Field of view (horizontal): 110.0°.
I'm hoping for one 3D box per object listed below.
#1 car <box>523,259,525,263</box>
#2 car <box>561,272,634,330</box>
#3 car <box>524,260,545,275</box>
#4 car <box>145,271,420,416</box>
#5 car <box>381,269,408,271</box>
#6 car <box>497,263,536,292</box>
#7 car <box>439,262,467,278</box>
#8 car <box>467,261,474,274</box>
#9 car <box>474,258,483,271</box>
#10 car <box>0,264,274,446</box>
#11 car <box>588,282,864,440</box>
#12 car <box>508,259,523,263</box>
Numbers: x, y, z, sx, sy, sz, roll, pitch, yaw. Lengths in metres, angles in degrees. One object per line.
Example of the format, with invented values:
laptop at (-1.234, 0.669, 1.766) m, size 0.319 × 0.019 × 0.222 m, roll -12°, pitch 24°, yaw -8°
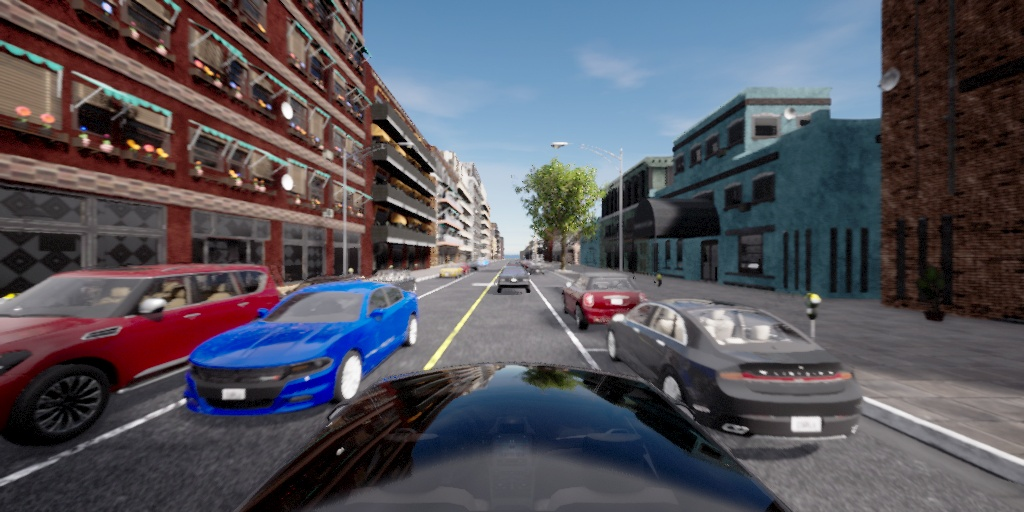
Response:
car at (2.688, 1.355, 51.032) m, size 1.888 × 1.381 × 4.507 m, roll 0°, pitch 0°, yaw 0°
car at (2.690, 1.196, 11.157) m, size 1.967 × 1.591 × 4.097 m, roll 0°, pitch 0°, yaw 0°
car at (2.689, 1.341, 39.640) m, size 2.007 × 1.370 × 4.403 m, roll 0°, pitch 0°, yaw 0°
car at (-3.093, 1.231, 6.473) m, size 1.882 × 1.535 × 5.008 m, roll 0°, pitch 1°, yaw 0°
car at (-5.691, 1.313, 16.854) m, size 2.007 × 1.370 × 4.403 m, roll 0°, pitch 0°, yaw 0°
car at (0.098, 1.315, 21.277) m, size 2.033 × 1.411 × 5.357 m, roll 0°, pitch 0°, yaw 0°
car at (-5.692, 1.309, 33.775) m, size 1.751 × 1.417 × 4.829 m, roll 0°, pitch 0°, yaw 0°
car at (-5.692, 1.336, 39.642) m, size 1.888 × 1.381 × 4.507 m, roll 0°, pitch 0°, yaw 0°
car at (-5.693, 1.376, 51.034) m, size 1.948 × 1.339 × 4.313 m, roll 0°, pitch 0°, yaw 0°
car at (-5.690, 1.068, 5.461) m, size 2.192 × 1.841 × 5.009 m, roll 0°, pitch 0°, yaw 0°
car at (2.691, 1.303, 5.460) m, size 2.007 × 1.370 × 4.403 m, roll 0°, pitch 0°, yaw 0°
car at (0.099, 1.368, 48.091) m, size 1.994 × 1.385 × 4.181 m, roll 0°, pitch 0°, yaw 0°
